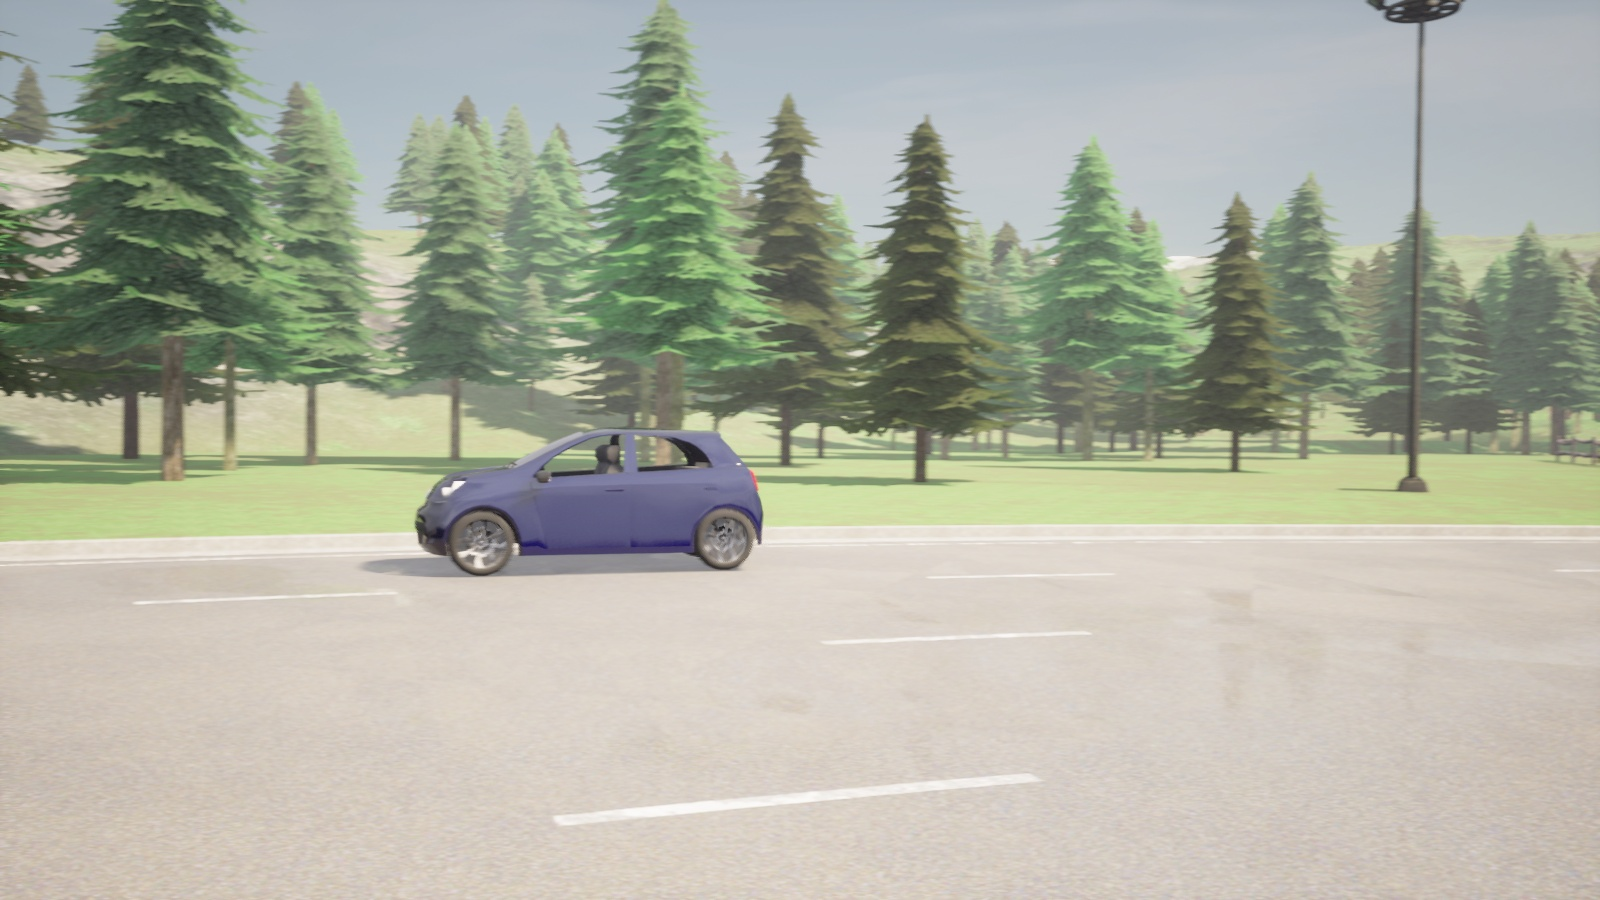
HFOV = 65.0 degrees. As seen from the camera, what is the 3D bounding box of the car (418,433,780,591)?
[{"bbox_3d":[-2.225,0.579,13.604,3.633,1.501,1.845,-1,1,-17],"label":"car"}]
